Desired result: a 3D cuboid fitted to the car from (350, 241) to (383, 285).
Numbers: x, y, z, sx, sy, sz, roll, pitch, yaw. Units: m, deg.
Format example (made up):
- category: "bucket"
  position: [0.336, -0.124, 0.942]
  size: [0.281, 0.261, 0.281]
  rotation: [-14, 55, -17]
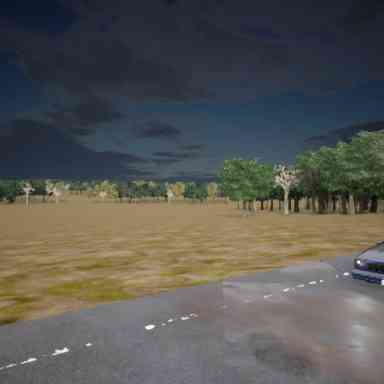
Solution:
- category: "car"
  position: [6.310, 1.562, 8.651]
  size: [5.357, 1.411, 2.033]
  rotation: [0, 0, -37]
